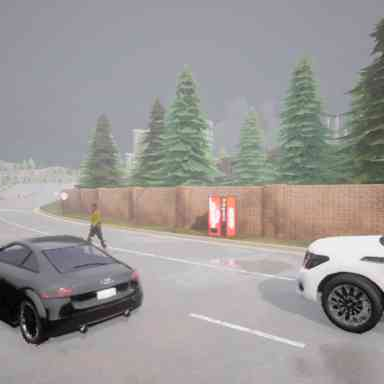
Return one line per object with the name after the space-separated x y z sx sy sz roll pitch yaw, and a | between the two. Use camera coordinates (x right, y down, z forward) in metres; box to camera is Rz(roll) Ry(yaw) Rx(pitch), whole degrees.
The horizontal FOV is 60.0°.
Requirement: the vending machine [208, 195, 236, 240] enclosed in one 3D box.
1.475 1.195 16.327 0.880 2.100 1.100 0 0 42 | vending machine

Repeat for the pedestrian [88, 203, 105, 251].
-3.471 1.294 11.931 0.375 1.860 0.375 0 0 42 | pedestrian

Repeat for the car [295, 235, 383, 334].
4.538 1.221 5.128 5.566 2.045 2.150 0 0 35 | car

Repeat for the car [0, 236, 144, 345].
-2.888 1.564 6.489 4.181 1.385 1.994 0 0 39 | car
